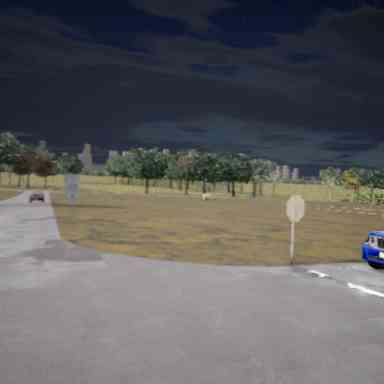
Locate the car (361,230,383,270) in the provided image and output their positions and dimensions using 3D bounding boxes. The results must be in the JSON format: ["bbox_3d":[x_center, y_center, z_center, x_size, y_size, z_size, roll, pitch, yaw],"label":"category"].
[{"bbox_3d":[8.353,1.715,11.172,5.566,2.045,2.150,3,1,-24],"label":"car"}]

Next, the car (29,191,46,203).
[{"bbox_3d":[-21.227,0.700,45.657,1.837,1.490,4.892,1,0,-24],"label":"car"}]

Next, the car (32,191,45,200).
[{"bbox_3d":[-25.824,0.595,55.995,1.812,1.442,4.674,1,0,-24],"label":"car"}]
